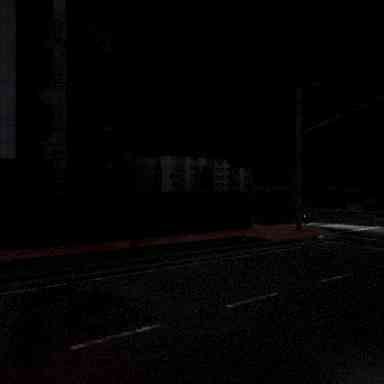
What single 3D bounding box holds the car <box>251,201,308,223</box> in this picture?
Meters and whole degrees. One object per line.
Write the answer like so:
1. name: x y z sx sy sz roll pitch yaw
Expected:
1. car: 6.688 1.492 26.003 2.128 1.511 4.902 0 0 -36
